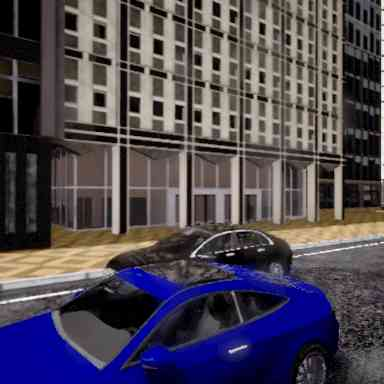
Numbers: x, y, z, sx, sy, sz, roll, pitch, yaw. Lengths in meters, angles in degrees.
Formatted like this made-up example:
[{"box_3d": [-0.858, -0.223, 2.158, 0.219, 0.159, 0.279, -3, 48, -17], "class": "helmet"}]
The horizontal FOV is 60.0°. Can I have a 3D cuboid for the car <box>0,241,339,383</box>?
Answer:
[{"box_3d": [-0.317, 1.547, 3.459, 4.674, 1.442, 1.812, 1, -1, -35], "class": "car"}]

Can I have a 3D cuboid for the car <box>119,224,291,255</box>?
[{"box_3d": [0.369, 1.568, 7.940, 4.892, 1.490, 1.837, 1, -1, -35], "class": "car"}]
